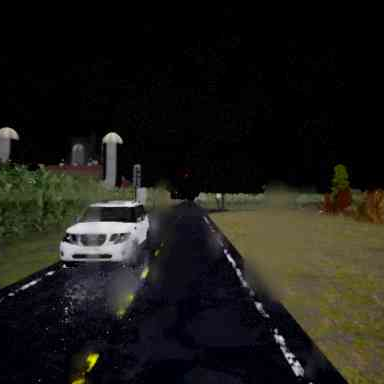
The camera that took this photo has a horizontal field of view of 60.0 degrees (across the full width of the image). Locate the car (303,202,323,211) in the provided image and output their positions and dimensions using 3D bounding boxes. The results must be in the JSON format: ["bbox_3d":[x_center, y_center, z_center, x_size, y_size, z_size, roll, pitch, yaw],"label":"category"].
[{"bbox_3d":[20.090,2.300,53.193,4.674,1.442,1.812,1,-2,-4],"label":"car"}]

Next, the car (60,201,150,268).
[{"bbox_3d":[-2.847,1.376,12.224,2.150,2.045,5.566,0,-1,0],"label":"car"}]
